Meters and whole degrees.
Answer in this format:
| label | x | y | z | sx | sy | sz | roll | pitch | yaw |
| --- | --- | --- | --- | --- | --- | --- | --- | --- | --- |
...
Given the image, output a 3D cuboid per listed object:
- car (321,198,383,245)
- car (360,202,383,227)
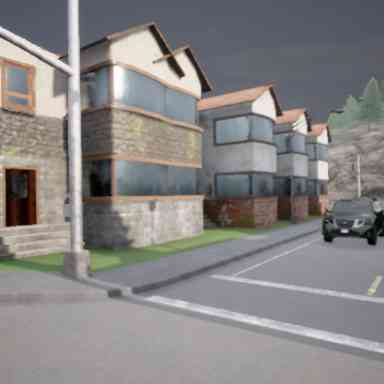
| label | x | y | z | sx | sy | sz | roll | pitch | yaw |
| --- | --- | --- | --- | --- | --- | --- | --- | --- | --- |
| car | 8.215 | 1.350 | 16.708 | 2.150 | 2.045 | 5.566 | -1 | -1 | 35 |
| car | 14.080 | 1.604 | 24.937 | 1.882 | 1.535 | 5.008 | -2 | -1 | 36 |
